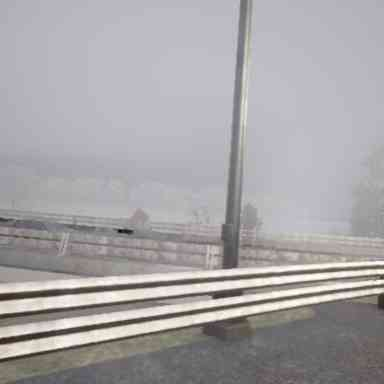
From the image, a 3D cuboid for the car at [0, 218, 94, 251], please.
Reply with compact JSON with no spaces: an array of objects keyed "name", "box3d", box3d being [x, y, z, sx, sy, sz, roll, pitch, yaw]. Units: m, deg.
[{"name":"car","box3d":[-7.814,2.099,17.199,5.357,1.411,2.033,3,-3,12]}]
